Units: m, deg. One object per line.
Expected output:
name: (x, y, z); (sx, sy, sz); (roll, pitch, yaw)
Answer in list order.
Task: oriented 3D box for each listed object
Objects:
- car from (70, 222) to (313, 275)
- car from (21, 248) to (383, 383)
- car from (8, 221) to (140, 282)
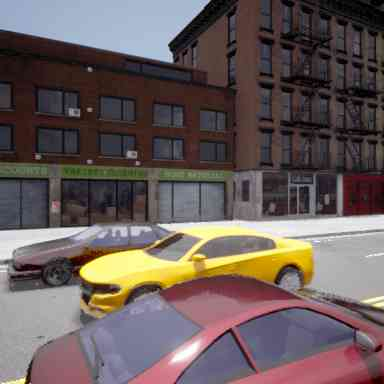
car: (0.288, 1.477, 6.923); (5.008, 1.535, 1.882); (0, 0, -27)
car: (0.643, 1.563, 3.223); (4.181, 1.385, 1.994); (0, 0, -27)
car: (-2.095, 1.547, 9.351); (5.357, 1.411, 2.033); (0, 0, -27)
